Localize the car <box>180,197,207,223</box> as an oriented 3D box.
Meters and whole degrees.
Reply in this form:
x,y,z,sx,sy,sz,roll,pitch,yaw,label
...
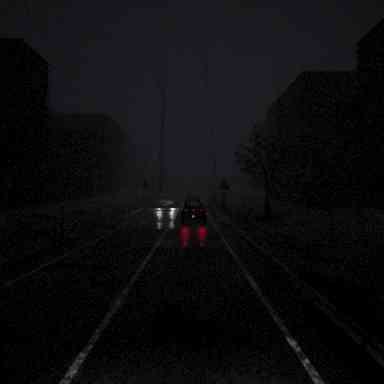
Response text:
x,y,z,sx,sy,sz,roll,pitch,yaw,label
0.101,1.440,25.470,2.128,1.511,4.902,0,1,0,car

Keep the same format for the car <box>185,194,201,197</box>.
x,y,z,sx,sy,sz,roll,pitch,yaw,label
0.102,0.981,42.653,2.128,1.511,4.902,0,2,0,car

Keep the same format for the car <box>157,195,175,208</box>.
x,y,z,sx,sy,sz,roll,pitch,yaw,label
-3.091,1.106,40.310,1.812,1.442,4.674,0,2,0,car
